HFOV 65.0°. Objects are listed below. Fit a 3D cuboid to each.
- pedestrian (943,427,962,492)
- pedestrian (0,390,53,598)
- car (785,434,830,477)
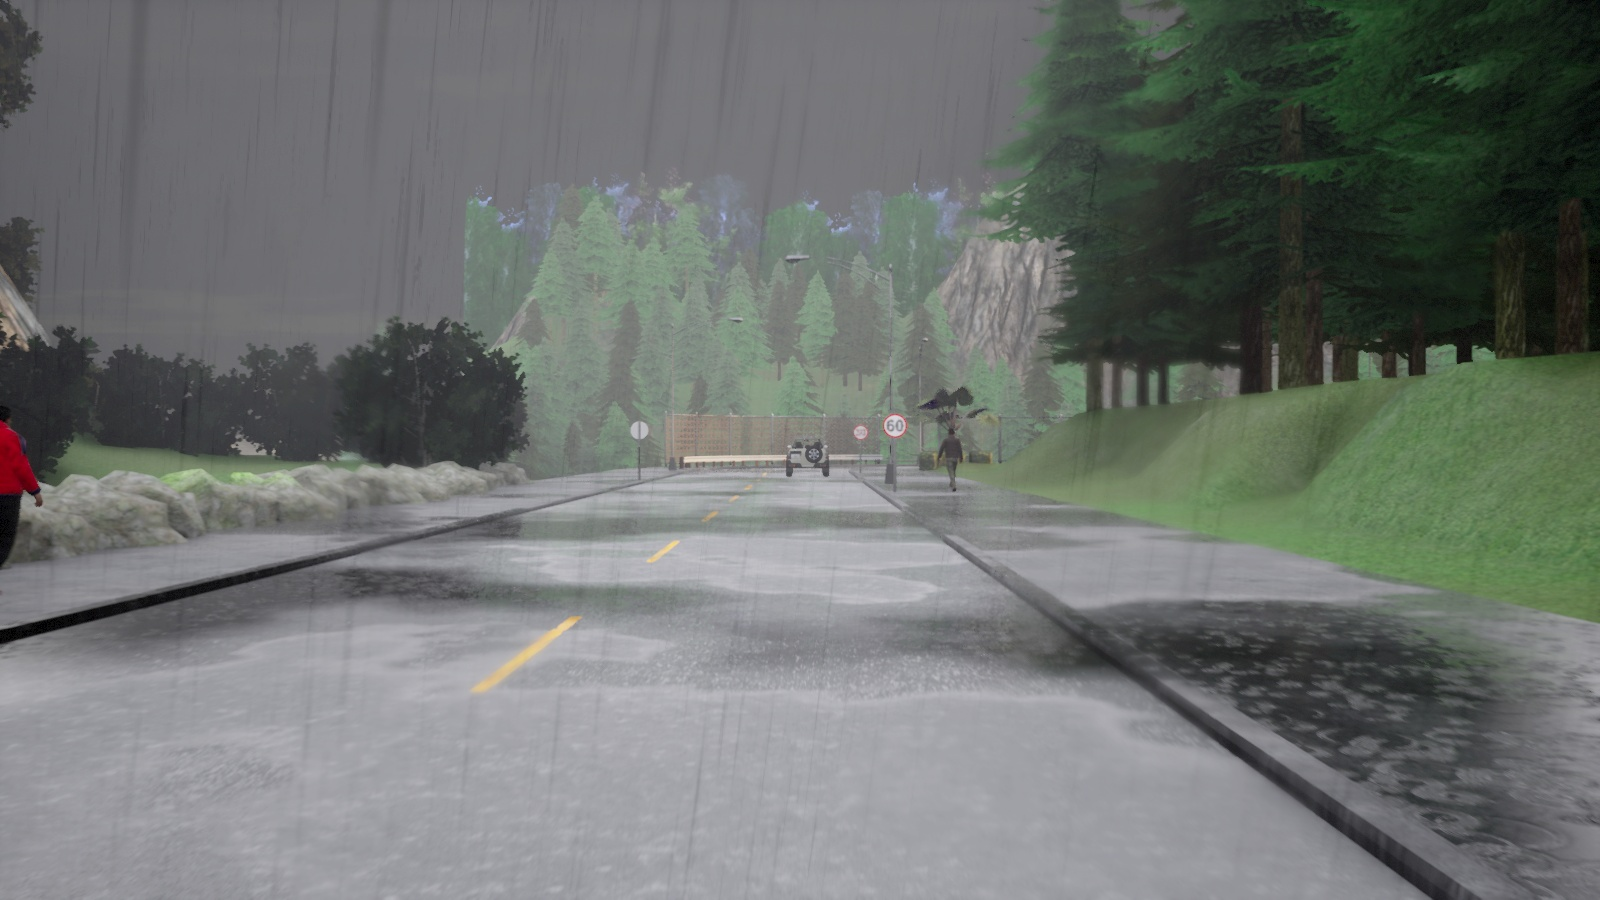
[{"bbox_3d":[4.373,0.257,35.952,0.431,1.840,0.703,0,0,-3],"label":"pedestrian"},{"bbox_3d":[-7.360,0.386,11.356,0.634,1.844,0.899,0,0,3],"label":"pedestrian"},{"bbox_3d":[0.345,0.242,56.956,1.932,1.855,4.605,0,0,0],"label":"car"}]
